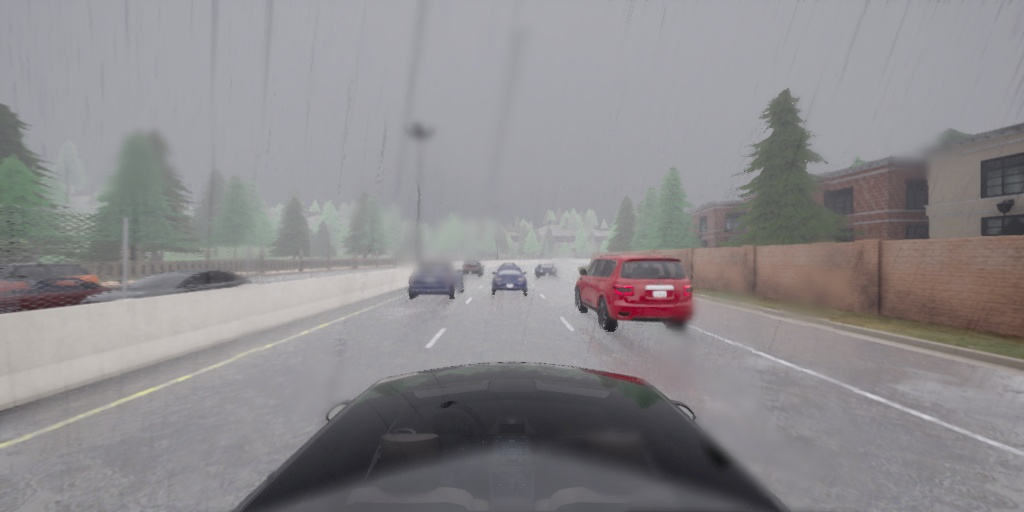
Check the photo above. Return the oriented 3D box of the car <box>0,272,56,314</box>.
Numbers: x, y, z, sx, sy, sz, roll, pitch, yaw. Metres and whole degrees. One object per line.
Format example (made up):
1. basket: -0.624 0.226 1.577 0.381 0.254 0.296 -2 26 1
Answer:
1. car: -14.215 1.296 10.278 1.895 1.301 4.718 0 0 -1

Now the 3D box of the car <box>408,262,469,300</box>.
1. car: -3.601 1.104 17.928 2.097 1.767 4.553 0 0 -1

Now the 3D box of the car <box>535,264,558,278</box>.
1. car: 3.210 1.402 34.340 1.895 1.301 4.718 0 0 -1

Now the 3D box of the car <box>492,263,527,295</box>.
1. car: -0.139 1.296 19.924 1.812 1.442 4.674 0 0 -1

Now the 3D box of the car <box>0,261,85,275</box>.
1. car: -17.741 1.034 12.622 2.097 1.767 4.553 0 0 -1

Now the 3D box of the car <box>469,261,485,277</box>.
1. car: -3.800 1.276 35.833 1.837 1.490 4.892 0 0 0

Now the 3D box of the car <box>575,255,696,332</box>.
1. car: 3.478 0.998 11.185 2.150 2.045 5.566 0 0 -1

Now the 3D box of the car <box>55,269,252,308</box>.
1. car: -10.730 1.218 11.628 1.837 1.490 4.892 0 0 -1
